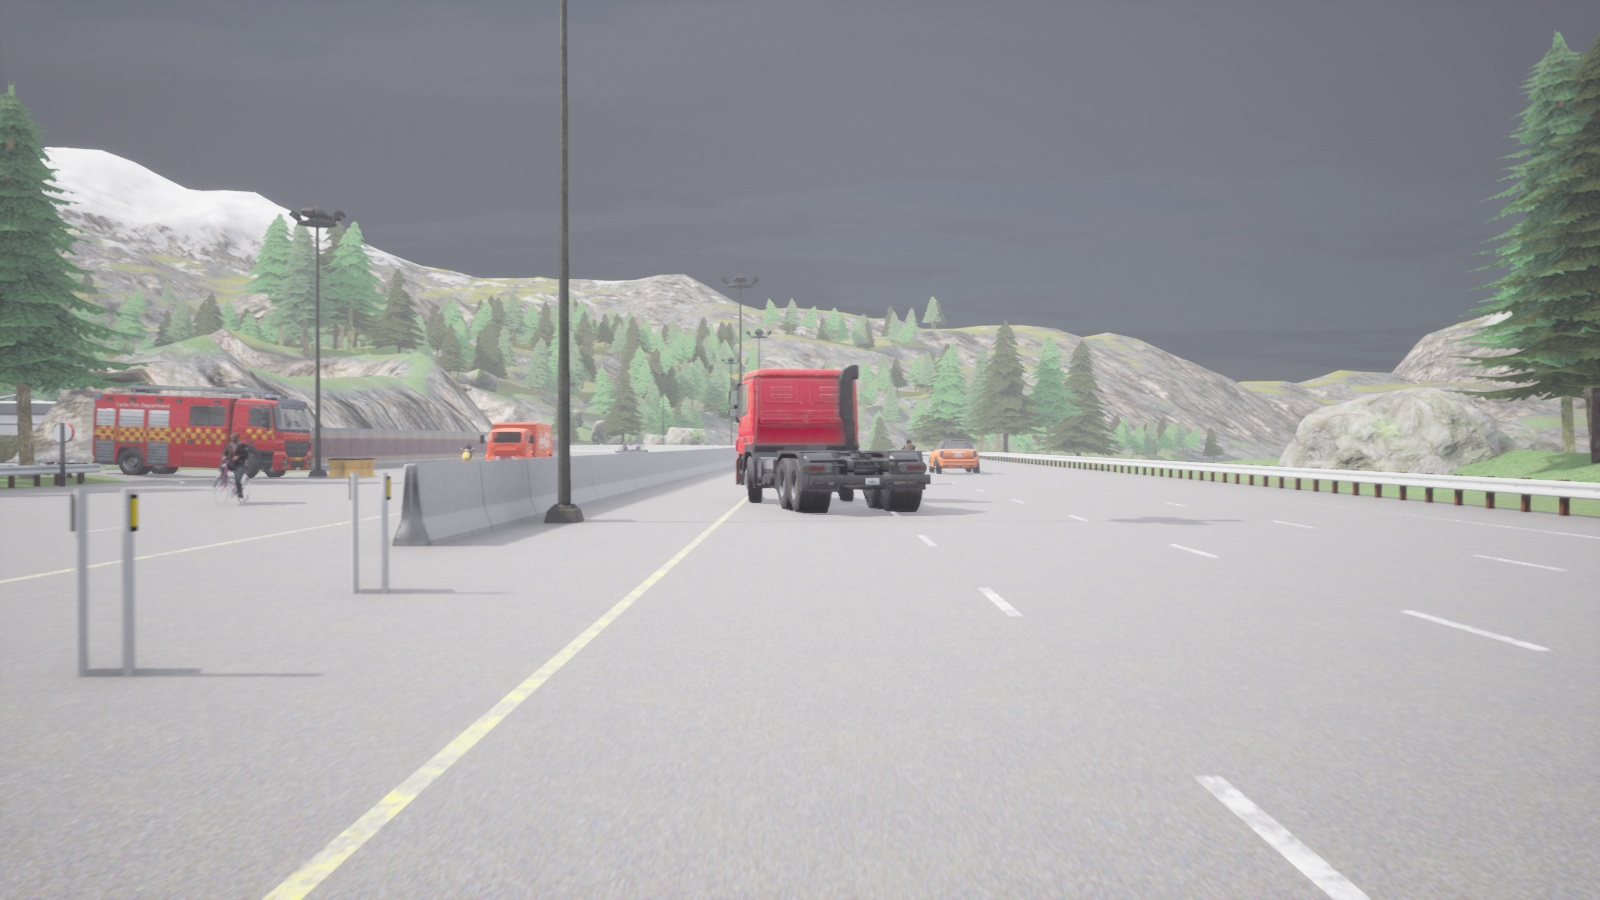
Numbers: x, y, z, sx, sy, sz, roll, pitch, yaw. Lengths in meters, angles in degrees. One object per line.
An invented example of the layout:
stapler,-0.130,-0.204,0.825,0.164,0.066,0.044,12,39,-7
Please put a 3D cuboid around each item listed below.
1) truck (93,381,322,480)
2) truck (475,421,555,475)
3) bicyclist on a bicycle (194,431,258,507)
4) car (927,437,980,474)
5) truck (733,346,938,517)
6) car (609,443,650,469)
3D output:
truck,-25.242,-0.818,53.682,8.468,3.827,2.891,2,0,6
truck,-13.466,-0.085,59.699,2.627,2.467,5.204,0,0,0
bicyclist on a bicycle,-13.723,0.436,30.074,0.659,1.776,1.843,0,0,0
car,7.556,0.261,62.143,2.097,1.767,4.553,0,0,0
truck,0.550,-0.402,29.718,2.891,3.462,7.936,0,0,-13
car,-9.850,0.341,72.917,1.845,1.501,3.633,0,0,1
